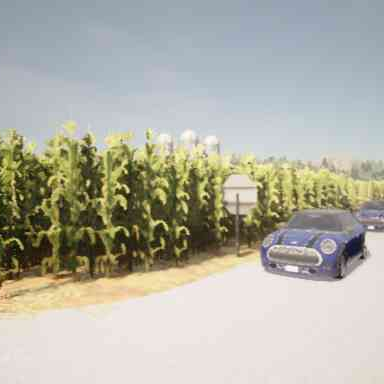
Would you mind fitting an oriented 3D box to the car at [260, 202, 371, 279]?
[{"bbox_3d":[3.859,1.346,10.214,2.097,1.767,4.553,0,0,37],"label":"car"}]

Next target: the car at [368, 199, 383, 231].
[{"bbox_3d":[11.028,1.333,19.811,2.097,1.767,4.553,0,0,37],"label":"car"}]
